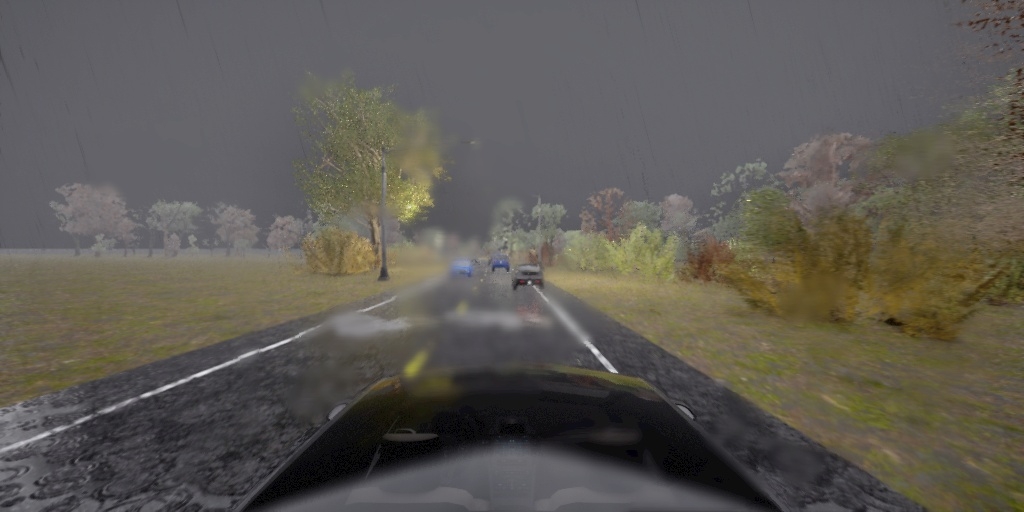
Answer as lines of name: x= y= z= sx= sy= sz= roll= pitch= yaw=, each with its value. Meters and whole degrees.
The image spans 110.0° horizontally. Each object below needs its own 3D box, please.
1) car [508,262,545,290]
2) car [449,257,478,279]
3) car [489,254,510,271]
car: x=0.913 y=1.193 z=21.829 sx=1.837 sy=1.490 sz=4.892 roll=0 pitch=0 yaw=-2
car: x=-4.288 y=1.141 z=31.180 sx=1.882 sy=1.535 sz=5.008 roll=0 pitch=0 yaw=-3
car: x=-1.465 y=0.811 z=45.194 sx=2.150 sy=2.045 sz=5.566 roll=0 pitch=1 yaw=-4
